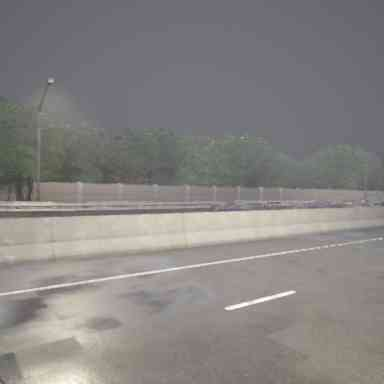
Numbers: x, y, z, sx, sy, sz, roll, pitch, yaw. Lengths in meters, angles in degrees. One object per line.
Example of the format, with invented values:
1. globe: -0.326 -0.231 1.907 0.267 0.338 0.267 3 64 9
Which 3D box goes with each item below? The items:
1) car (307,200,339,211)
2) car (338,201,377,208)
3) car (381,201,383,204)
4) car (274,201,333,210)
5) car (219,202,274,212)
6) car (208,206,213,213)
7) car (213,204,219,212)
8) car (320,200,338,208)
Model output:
1. car: 18.670 1.945 47.433 4.892 1.490 1.837 1 -1 -35
2. car: 20.017 1.908 39.794 4.892 1.490 1.837 1 0 -36
3. car: 32.034 1.855 56.960 4.902 1.511 2.128 1 0 -36
4. car: 9.415 1.750 27.911 4.892 1.490 1.837 1 0 -35
5. car: 5.311 1.767 29.282 5.357 1.411 2.033 1 0 -36
6. car: 3.811 1.817 36.809 4.181 1.385 1.994 1 0 -35
7. car: 4.736 1.839 33.170 4.718 1.301 1.895 1 0 -35
8. car: 17.594 2.000 42.366 4.718 1.301 1.895 1 0 -36
